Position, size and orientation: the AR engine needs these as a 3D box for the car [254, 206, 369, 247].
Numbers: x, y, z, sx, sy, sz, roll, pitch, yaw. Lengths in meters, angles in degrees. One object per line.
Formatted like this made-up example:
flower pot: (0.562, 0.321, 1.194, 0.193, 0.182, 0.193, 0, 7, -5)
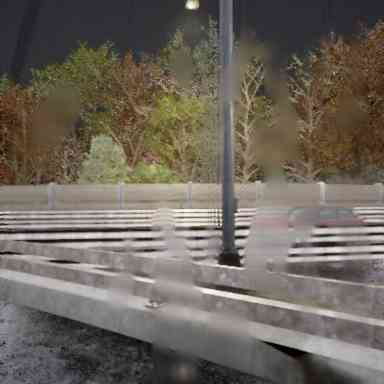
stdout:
car: (4.774, 1.386, 13.798, 4.553, 1.767, 2.097, 0, 0, -7)
